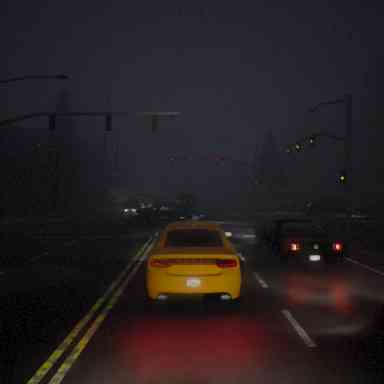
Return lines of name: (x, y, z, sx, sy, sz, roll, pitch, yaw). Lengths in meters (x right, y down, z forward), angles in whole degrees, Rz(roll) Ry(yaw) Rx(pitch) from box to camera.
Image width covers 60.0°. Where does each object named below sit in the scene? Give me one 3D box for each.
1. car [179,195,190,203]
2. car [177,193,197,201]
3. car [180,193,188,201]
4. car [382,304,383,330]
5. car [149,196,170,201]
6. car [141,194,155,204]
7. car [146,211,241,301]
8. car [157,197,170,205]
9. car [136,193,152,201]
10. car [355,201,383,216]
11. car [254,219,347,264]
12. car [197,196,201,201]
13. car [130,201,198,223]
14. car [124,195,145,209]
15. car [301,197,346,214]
car: (-1.600, 1.491, 69.076, 2.128, 1.511, 4.902, 0, 0, -1)
car: (-0.758, 1.221, 41.034, 2.150, 2.045, 5.566, 0, 0, 1)
car: (-2.195, 1.225, 88.230, 2.150, 2.045, 5.566, 0, 0, -1)
car: (3.598, 1.478, 2.663, 1.882, 1.535, 5.008, 0, 0, 0)
car: (-4.792, 1.564, 49.700, 1.994, 1.385, 4.181, 0, 0, -2)
car: (-8.640, 1.352, 65.508, 2.097, 1.767, 4.553, 0, 0, -1)
car: (0.034, 1.478, 8.429, 1.882, 1.535, 5.008, 0, 0, 0)
car: (-5.027, 1.564, 59.730, 1.994, 1.385, 4.181, 0, 0, -1)
car: (-8.439, 1.221, 55.708, 2.150, 2.045, 5.566, 0, 0, -1)
car: (18.774, 1.547, 32.151, 5.357, 1.411, 2.033, 0, 0, -2)
car: (3.502, 1.601, 11.753, 1.895, 1.301, 4.718, 0, 0, -1)
car: (1.308, 1.595, 88.165, 1.895, 1.301, 4.718, 0, 0, -1)
car: (-1.490, 1.547, 24.035, 5.357, 1.411, 2.033, 0, 0, -5)
car: (-8.207, 1.564, 46.388, 1.994, 1.385, 4.181, 0, 0, -1)
car: (14.084, 1.352, 35.517, 4.553, 1.767, 2.097, 0, 0, -2)
